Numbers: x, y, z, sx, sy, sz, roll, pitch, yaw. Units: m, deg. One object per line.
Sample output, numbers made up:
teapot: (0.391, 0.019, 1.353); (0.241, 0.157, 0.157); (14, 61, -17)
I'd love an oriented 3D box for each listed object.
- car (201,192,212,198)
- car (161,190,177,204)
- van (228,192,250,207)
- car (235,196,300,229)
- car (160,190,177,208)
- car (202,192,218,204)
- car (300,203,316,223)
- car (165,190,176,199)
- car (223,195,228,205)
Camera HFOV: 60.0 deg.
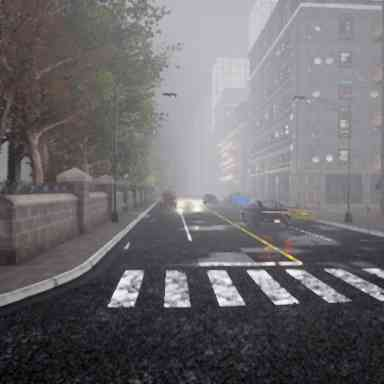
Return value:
car: (3.362, 0.684, 77.484); (2.008, 1.369, 4.403); (1, 1, -3)
car: (-3.349, 0.692, 49.337); (2.192, 1.841, 5.009); (1, 1, -3)
van: (5.677, 0.893, 38.783); (1.690, 1.788, 3.998); (1, 1, -3)
car: (4.217, 1.240, 19.463); (2.128, 1.511, 4.902); (0, 1, -3)
car: (-2.689, 0.938, 38.281); (1.967, 1.590, 4.097); (1, 1, -3)
car: (2.545, 0.967, 47.173); (1.812, 1.442, 4.674); (0, 1, -3)
car: (6.656, 1.260, 22.369); (1.752, 1.417, 4.829); (1, 1, -3)
car: (-4.670, 0.453, 71.451); (2.192, 1.841, 5.009); (1, 1, -3)
car: (5.346, 0.932, 44.313); (1.967, 1.590, 4.097); (1, 1, -3)
